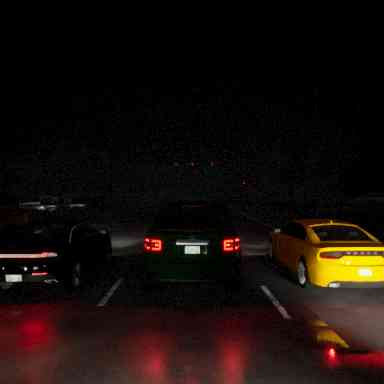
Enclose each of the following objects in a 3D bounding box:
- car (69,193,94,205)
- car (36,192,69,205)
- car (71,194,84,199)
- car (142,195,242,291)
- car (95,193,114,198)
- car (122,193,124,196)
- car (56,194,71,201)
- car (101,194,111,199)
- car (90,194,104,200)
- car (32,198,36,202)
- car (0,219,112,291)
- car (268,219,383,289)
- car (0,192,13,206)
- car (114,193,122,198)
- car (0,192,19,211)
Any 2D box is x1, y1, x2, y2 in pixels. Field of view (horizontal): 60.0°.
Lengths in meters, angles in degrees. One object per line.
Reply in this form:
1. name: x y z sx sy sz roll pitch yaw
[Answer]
1. car: -18.468 1.322 55.398 2.033 1.411 5.357 0 0 -1
2. car: -21.920 1.013 52.379 2.150 2.045 5.566 0 0 -1
3. car: -29.587 1.160 85.925 1.994 1.385 4.181 0 0 -4
4. car: -0.013 1.212 9.131 2.150 2.045 5.566 0 0 0
5. car: -18.637 1.234 70.210 2.033 1.411 5.357 0 0 -1
6. car: -19.492 0.940 90.202 2.097 1.767 4.553 0 0 -7
7. car: -29.237 1.187 75.860 1.812 1.442 4.674 0 0 -1
8. car: -22.784 1.148 88.273 1.994 1.385 4.181 0 0 -4
9. car: -22.277 1.203 78.124 1.994 1.385 4.181 0 0 -1
10. car: -29.036 1.321 64.267 1.895 1.301 4.718 0 0 -1
11. car: -3.522 1.483 8.987 2.128 1.511 4.902 0 0 0
12. car: 3.475 1.468 9.186 1.882 1.535 5.008 0 0 0
13. car: -28.860 1.032 48.846 2.150 2.045 5.566 0 0 -1
14. car: -18.806 1.195 79.705 1.994 1.385 4.181 0 0 -1
15. car: -18.046 1.135 30.337 2.150 2.045 5.566 0 0 -1
